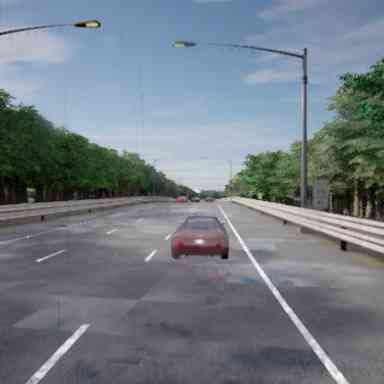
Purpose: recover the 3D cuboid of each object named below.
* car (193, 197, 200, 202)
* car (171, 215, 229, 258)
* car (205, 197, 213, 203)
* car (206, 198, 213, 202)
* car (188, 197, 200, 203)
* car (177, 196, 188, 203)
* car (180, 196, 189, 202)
[{"bbox_3d":[1.358,2.199,94.585,1.812,1.442,4.674,0,-2,3],"label":"car"},{"bbox_3d":[0.361,1.574,12.764,1.994,1.385,4.181,0,0,3],"label":"car"},{"bbox_3d":[4.303,2.000,84.397,1.812,1.442,4.674,0,-2,3],"label":"car"},{"bbox_3d":[4.854,2.280,94.421,1.895,1.301,4.718,0,-2,3],"label":"car"},{"bbox_3d":[0.810,2.063,84.617,1.895,1.301,4.718,0,-2,3],"label":"car"},{"bbox_3d":[-2.687,1.812,84.756,2.097,1.767,4.553,0,-2,3],"label":"car"},{"bbox_3d":[-2.138,2.020,94.753,2.097,1.767,4.553,0,-2,3],"label":"car"}]
